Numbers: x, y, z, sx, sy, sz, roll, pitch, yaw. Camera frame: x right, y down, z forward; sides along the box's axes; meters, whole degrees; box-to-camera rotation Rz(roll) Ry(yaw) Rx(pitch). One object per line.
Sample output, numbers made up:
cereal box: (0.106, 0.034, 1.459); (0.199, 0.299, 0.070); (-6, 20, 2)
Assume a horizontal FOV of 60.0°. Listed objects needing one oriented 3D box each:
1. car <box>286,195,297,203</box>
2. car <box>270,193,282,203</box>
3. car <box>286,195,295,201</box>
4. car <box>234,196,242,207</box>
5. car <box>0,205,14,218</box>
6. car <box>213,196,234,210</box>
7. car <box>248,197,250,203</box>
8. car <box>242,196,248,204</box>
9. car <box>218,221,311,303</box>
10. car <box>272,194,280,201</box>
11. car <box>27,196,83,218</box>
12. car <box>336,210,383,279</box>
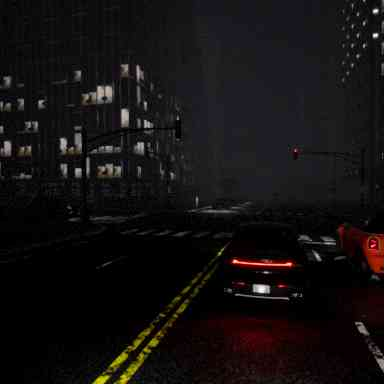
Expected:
car: (20.925, 1.459, 69.523); (2.128, 1.511, 4.902); (0, 0, 14)
car: (17.756, 1.153, 70.273); (2.150, 2.045, 5.566); (0, 0, 14)
car: (23.488, 1.460, 79.525); (2.033, 1.411, 5.357); (0, 0, 14)
car: (6.214, 1.468, 51.853); (1.837, 1.490, 4.892); (0, 0, 14)
car: (-16.765, 1.433, 27.217); (4.313, 1.339, 1.947); (1, 1, 16)
car: (3.911, 1.498, 42.875); (1.812, 1.442, 4.674); (0, 0, 14)
car: (11.103, 1.492, 70.504); (1.994, 1.385, 4.181); (0, 0, 14)
car: (8.550, 1.478, 60.847); (1.812, 1.442, 4.674); (0, 0, 15)
car: (1.854, 1.500, 8.355); (1.837, 1.490, 4.892); (0, 0, 14)
car: (20.340, 1.230, 80.335); (1.882, 1.535, 5.008); (0, 0, 14)
car: (-11.762, 1.215, 28.657); (4.553, 1.767, 2.097); (0, 1, 15)
car: (5.725, 1.346, 9.958); (2.097, 1.767, 4.553); (0, 0, 14)
